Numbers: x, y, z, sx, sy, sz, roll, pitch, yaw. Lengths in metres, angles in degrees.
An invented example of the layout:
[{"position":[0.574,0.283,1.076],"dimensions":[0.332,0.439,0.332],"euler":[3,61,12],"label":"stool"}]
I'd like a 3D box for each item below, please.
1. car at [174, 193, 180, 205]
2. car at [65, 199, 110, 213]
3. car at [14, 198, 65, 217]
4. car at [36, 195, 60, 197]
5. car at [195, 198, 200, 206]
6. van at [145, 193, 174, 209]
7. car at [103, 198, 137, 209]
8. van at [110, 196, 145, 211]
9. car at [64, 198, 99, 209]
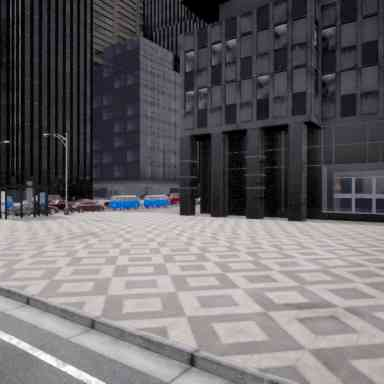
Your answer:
[{"position":[-3.215,1.193,56.925],"dimensions":[2.150,2.045,5.566],"euler":[0,0,36],"label":"car"},{"position":[-11.312,1.576,35.573],"dimensions":[1.802,1.307,4.206],"euler":[0,0,35],"label":"car"},{"position":[-14.606,1.549,30.948],"dimensions":[2.008,1.369,4.403],"euler":[0,0,35],"label":"car"},{"position":[-18.256,1.285,40.517],"dimensions":[2.192,1.841,5.009],"euler":[0,0,35],"label":"car"},{"position":[1.864,1.569,54.069],"dimensions":[1.802,1.307,4.206],"euler":[0,0,35],"label":"car"},{"position":[-4.723,1.329,44.821],"dimensions":[1.690,1.788,3.998],"euler":[0,0,35],"label":"van"},{"position":[-10.184,1.573,47.250],"dimensions":[1.895,1.301,4.718],"euler":[0,0,36],"label":"car"},{"position":[-8.017,1.332,40.197],"dimensions":[1.690,1.788,3.998],"euler":[0,0,35],"label":"van"},{"position":[-14.962,1.548,45.142],"dimensions":[1.802,1.307,4.206],"euler":[0,0,35],"label":"car"}]
